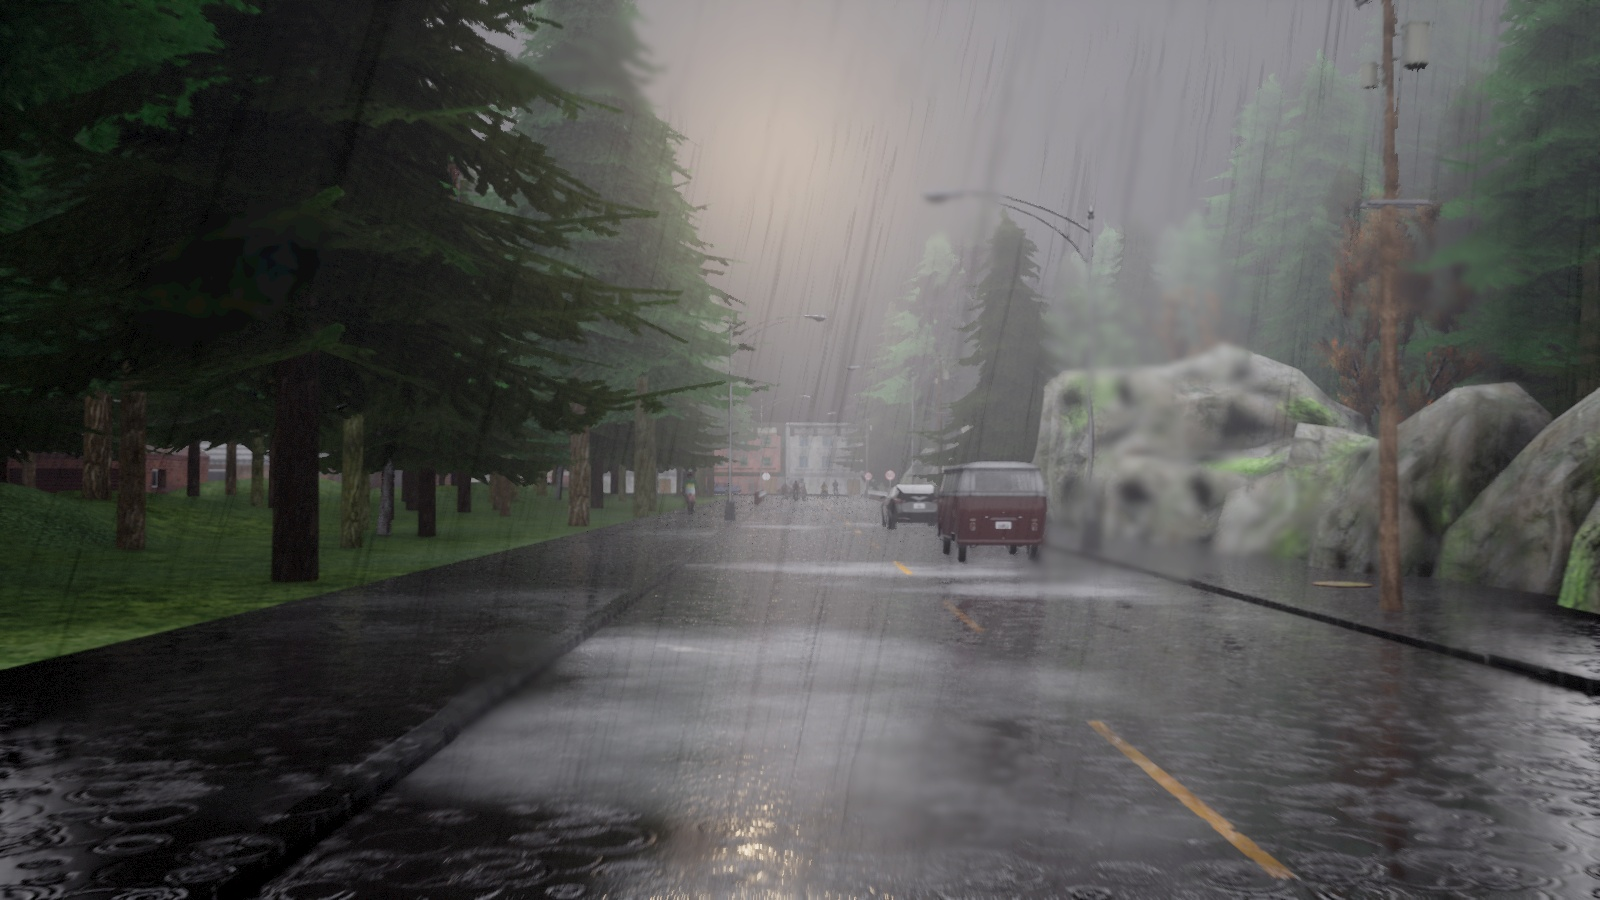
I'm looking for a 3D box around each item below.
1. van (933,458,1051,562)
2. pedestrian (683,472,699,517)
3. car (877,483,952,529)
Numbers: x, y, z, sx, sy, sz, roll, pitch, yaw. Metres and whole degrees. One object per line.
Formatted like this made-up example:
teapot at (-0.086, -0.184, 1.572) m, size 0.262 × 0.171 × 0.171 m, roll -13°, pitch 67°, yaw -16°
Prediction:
van at (3.930, 1.223, 26.432) m, size 1.775 × 1.987 × 4.442 m, roll 0°, pitch -2°, yaw 0°
pedestrian at (-4.775, 1.932, 54.994) m, size 0.659 × 1.952 × 0.873 m, roll 0°, pitch -1°, yaw -1°
car at (3.886, 1.898, 43.417) m, size 2.163 × 1.488 × 4.792 m, roll 0°, pitch -1°, yaw 0°
